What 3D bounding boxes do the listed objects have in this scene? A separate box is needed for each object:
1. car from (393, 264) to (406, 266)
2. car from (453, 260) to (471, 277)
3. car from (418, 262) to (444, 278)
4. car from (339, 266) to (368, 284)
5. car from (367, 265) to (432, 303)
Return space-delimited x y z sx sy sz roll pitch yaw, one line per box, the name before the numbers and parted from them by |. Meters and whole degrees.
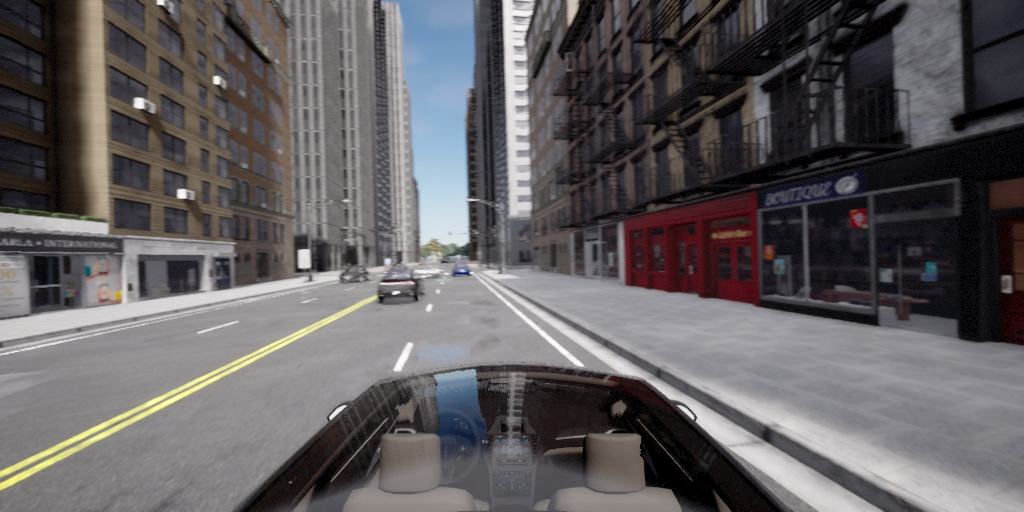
car | -12.110 1.657 38.534 1.837 1.490 4.892 -2 0 -8
car | -5.658 1.523 40.279 1.994 1.385 4.181 -2 0 -9
car | -8.569 1.646 37.866 1.895 1.301 4.718 -2 0 -9
car | -14.643 1.730 33.544 1.837 1.490 4.892 -2 -1 -9
car | -5.462 1.426 18.094 2.128 1.511 4.902 -2 0 -9
